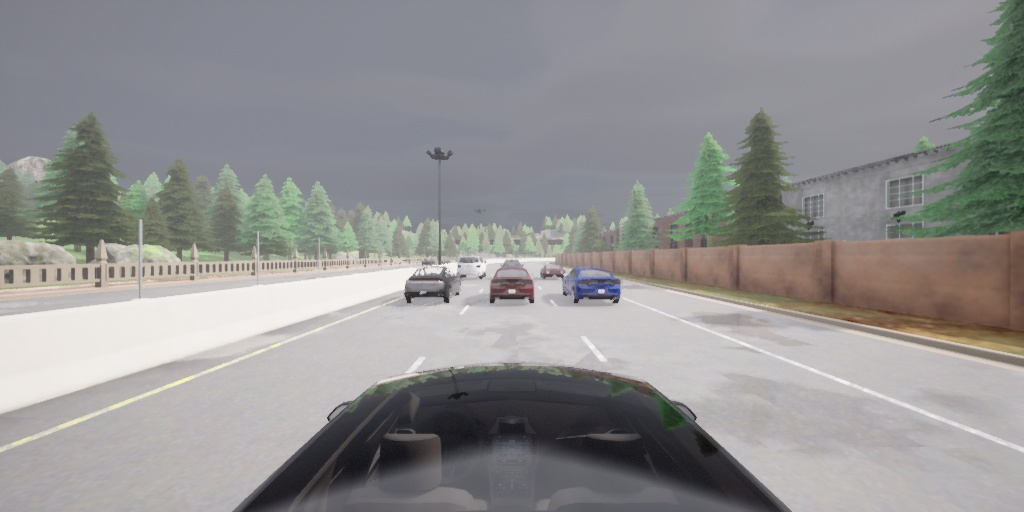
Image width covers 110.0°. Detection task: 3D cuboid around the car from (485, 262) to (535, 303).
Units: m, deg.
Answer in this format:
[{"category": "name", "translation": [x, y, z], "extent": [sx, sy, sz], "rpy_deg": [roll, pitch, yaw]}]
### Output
[{"category": "car", "translation": [0.000, 1.232, 16.500], "extent": [1.882, 1.535, 5.008], "rpy_deg": [0, 0, 0]}]

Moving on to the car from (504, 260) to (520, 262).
[{"category": "car", "translation": [0.000, 1.114, 31.470], "extent": [2.097, 1.767, 4.553], "rpy_deg": [0, 0, 0]}]

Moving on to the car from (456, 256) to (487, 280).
[{"category": "car", "translation": [-3.500, 1.005, 31.530], "extent": [2.150, 2.045, 5.566], "rpy_deg": [0, 0, 0]}]

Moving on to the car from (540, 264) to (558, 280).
[{"category": "car", "translation": [3.500, 1.364, 31.530], "extent": [1.895, 1.301, 4.718], "rpy_deg": [0, 0, 0]}]

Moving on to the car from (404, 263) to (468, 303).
[{"category": "car", "translation": [-3.500, 1.242, 16.500], "extent": [2.128, 1.511, 4.902], "rpy_deg": [0, 0, 0]}]

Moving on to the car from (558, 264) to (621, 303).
[{"category": "car", "translation": [3.500, 1.232, 16.500], "extent": [1.882, 1.535, 5.008], "rpy_deg": [0, 0, 0]}]
